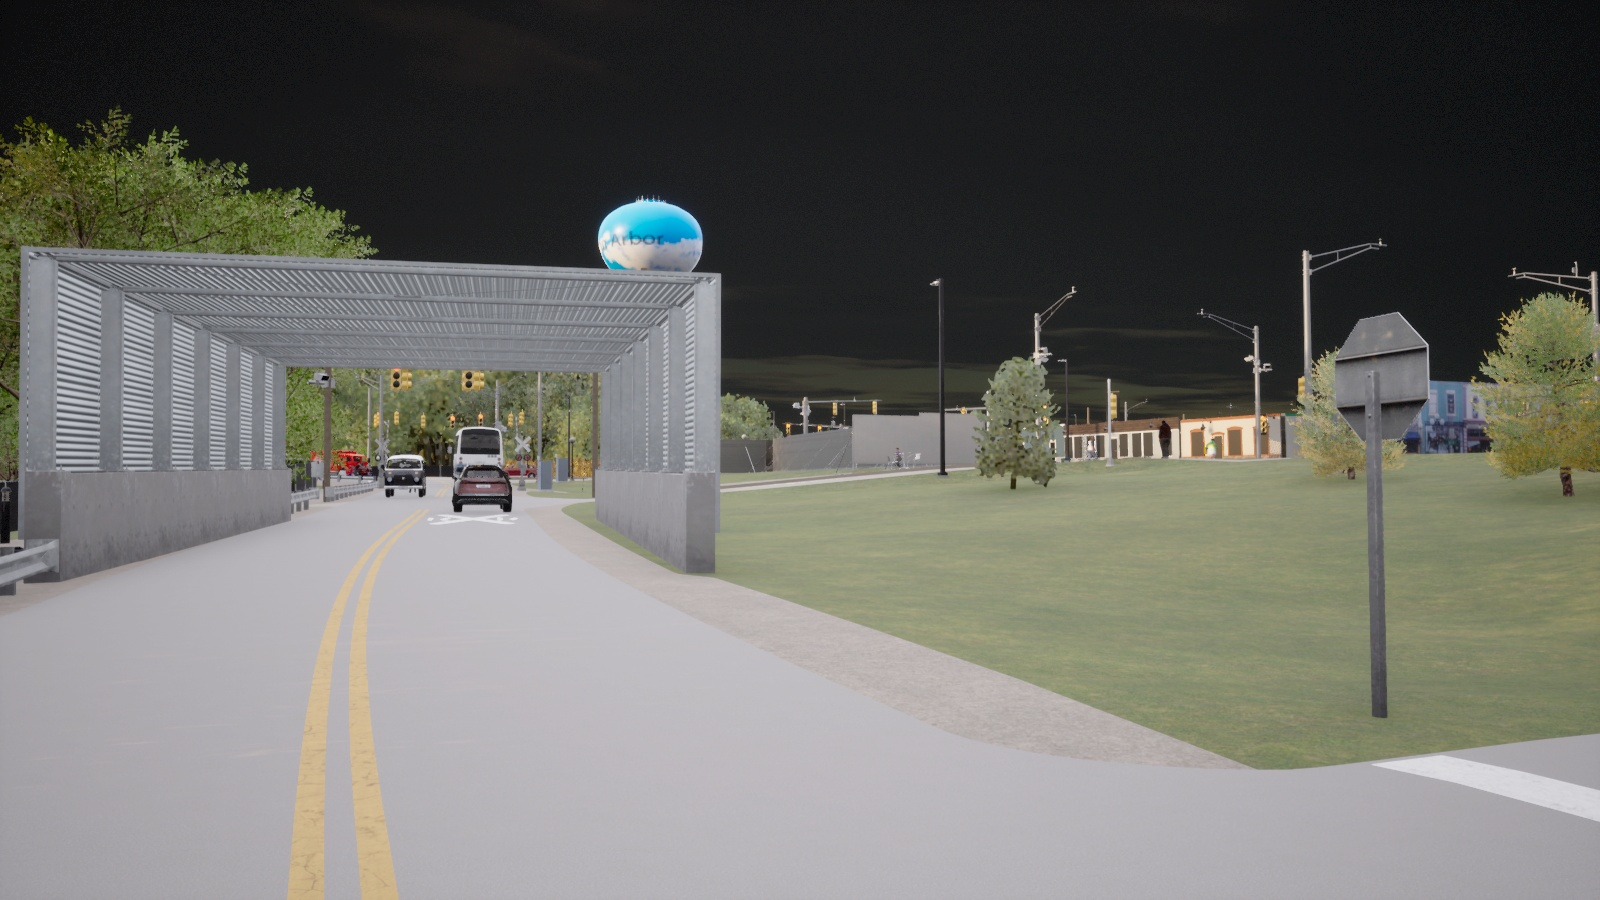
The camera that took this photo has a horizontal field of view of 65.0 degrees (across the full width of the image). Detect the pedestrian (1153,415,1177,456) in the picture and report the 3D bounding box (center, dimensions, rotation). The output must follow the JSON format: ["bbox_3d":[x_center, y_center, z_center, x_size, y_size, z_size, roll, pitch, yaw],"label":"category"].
[{"bbox_3d":[17.006,-0.680,58.514,0.634,1.844,0.899,0,-2,-21],"label":"pedestrian"}]

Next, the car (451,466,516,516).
[{"bbox_3d":[-10.957,1.364,43.309,2.033,1.649,4.856,0,-1,-15],"label":"car"}]

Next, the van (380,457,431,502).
[{"bbox_3d":[-19.061,1.398,60.804,2.069,2.038,4.480,0,-1,-14],"label":"van"}]

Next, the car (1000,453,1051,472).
[{"bbox_3d":[17.386,0.963,97.145,1.994,1.385,4.181,0,-2,-21],"label":"car"}]

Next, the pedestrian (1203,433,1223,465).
[{"bbox_3d":[25.201,-0.056,76.601,0.873,1.952,0.659,0,-2,-25],"label":"pedestrian"}]

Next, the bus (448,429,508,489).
[{"bbox_3d":[-24.563,0.690,95.378,3.944,4.253,10.273,1,-1,-17],"label":"bus"}]
